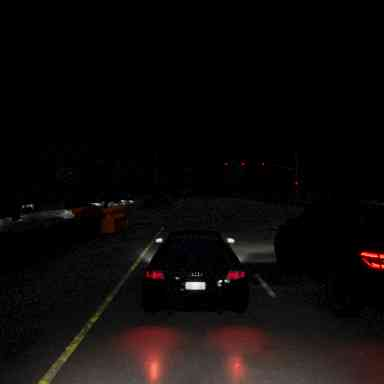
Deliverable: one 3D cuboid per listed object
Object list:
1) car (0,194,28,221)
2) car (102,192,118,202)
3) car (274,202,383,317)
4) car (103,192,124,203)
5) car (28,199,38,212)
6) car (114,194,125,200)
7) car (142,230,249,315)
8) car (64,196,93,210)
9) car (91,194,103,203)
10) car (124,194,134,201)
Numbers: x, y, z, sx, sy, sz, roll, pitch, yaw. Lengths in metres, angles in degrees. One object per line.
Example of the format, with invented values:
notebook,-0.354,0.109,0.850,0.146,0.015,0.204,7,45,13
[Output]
car,-14.180,1.190,23.477,2.150,2.045,5.566,0,0,0
car,-17.874,0.973,72.995,2.150,2.045,5.566,0,0,0
car,3.589,1.221,7.598,2.150,2.045,5.566,0,0,-2
car,-14.361,1.304,61.312,1.837,1.490,4.892,0,0,0
car,-17.746,1.426,34.414,1.837,1.490,4.892,0,0,0
car,-17.978,1.229,82.747,1.812,1.442,4.674,0,0,0
car,0.067,1.563,7.668,1.994,1.385,4.181,0,0,0
car,-14.288,1.491,41.592,1.895,1.301,4.718,0,0,0
car,-17.861,1.151,61.319,2.097,1.767,4.553,0,0,0
car,-14.390,1.260,75.685,1.812,1.442,4.674,0,0,0
